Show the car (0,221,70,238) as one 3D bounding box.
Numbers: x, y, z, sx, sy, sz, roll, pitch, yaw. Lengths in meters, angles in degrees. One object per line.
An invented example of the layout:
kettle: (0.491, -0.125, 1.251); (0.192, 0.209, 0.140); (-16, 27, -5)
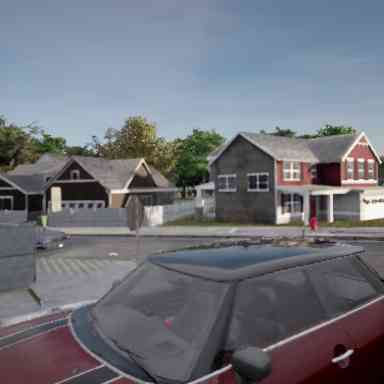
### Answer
car: (-8.545, 2.155, 16.150); (5.357, 1.411, 2.033); (-2, 0, 19)

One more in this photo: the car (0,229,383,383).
car: (0.145, 1.334, 3.058); (4.553, 1.767, 2.097); (-1, 0, -35)
